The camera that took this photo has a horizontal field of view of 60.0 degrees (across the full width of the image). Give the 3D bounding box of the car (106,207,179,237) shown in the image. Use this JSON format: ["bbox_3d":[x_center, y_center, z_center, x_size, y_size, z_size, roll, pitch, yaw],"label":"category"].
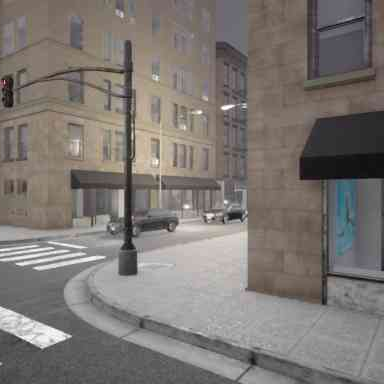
[{"bbox_3d":[-2.626,1.620,18.841,1.812,1.442,4.674,0,0,37],"label":"car"}]

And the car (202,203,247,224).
[{"bbox_3d":[2.681,1.640,26.311,2.128,1.511,4.902,0,0,35],"label":"car"}]
